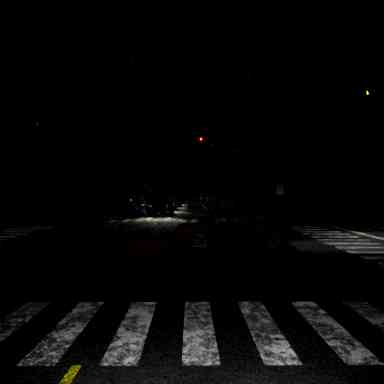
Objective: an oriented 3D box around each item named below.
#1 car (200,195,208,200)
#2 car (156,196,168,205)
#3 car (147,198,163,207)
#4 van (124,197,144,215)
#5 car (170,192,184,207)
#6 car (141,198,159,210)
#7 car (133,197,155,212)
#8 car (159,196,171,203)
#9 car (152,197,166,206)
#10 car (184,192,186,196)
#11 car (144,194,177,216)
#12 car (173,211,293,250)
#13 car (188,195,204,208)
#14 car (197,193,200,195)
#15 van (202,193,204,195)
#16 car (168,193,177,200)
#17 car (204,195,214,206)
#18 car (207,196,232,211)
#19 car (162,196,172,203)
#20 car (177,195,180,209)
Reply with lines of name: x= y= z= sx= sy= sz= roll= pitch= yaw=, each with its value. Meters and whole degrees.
car: x=3.226 y=1.558 z=90.013 sx=1.947 sy=1.339 sz=4.313 roll=0 pitch=0 yaw=0
car: x=-5.478 y=1.527 z=61.543 sx=1.752 sy=1.417 sz=4.829 roll=0 pitch=0 yaw=0
car: x=-5.548 y=1.585 z=50.377 sx=1.802 sy=1.307 sz=4.206 roll=0 pitch=0 yaw=0
van: x=-5.654 y=1.343 z=33.372 sx=1.690 sy=1.788 sz=3.998 roll=0 pitch=0 yaw=0
car: x=-2.772 y=1.225 z=52.136 sx=2.150 sy=2.045 sz=5.566 roll=0 pitch=0 yaw=1
car: x=-5.583 y=1.569 z=44.709 sx=1.947 sy=1.339 sz=4.313 roll=0 pitch=0 yaw=0
car: x=-5.619 y=1.443 z=39.041 sx=1.967 sy=1.590 sz=4.097 roll=0 pitch=0 yaw=0
car: x=-5.441 y=1.567 z=67.382 sx=1.947 sy=1.339 sz=4.313 roll=0 pitch=0 yaw=0
car: x=-5.512 y=1.569 z=56.045 sx=1.947 sy=1.339 sz=4.313 roll=0 pitch=0 yaw=0
car: x=-2.666 y=1.354 z=62.362 sx=2.097 sy=1.767 sz=4.553 roll=0 pitch=0 yaw=1
car: x=-2.944 y=1.354 z=32.071 sx=2.097 sy=1.767 sz=4.553 roll=0 pitch=0 yaw=2
car: x=1.675 y=1.605 z=13.893 sx=4.718 sy=1.301 sz=1.895 roll=0 pitch=0 yaw=0
car: x=0.401 y=1.529 z=48.181 sx=1.812 sy=1.442 sz=4.674 roll=0 pitch=0 yaw=0
car: x=0.466 y=1.552 z=74.114 sx=1.994 sy=1.385 sz=4.181 roll=0 pitch=0 yaw=0
van: x=3.013 y=1.344 z=55.998 sx=1.690 sy=1.788 sz=3.998 roll=0 pitch=0 yaw=0
car: x=-5.299 y=1.307 z=90.055 sx=2.192 sy=1.841 sz=5.009 roll=0 pitch=0 yaw=0
car: x=2.942 y=1.443 z=44.659 sx=1.967 sy=1.590 sz=4.097 roll=0 pitch=0 yaw=0
car: x=2.871 y=1.442 z=33.321 sx=1.967 sy=1.590 sz=4.097 roll=0 pitch=0 yaw=0
car: x=-5.406 y=1.544 z=73.049 sx=1.887 sy=1.381 sz=4.507 roll=0 pitch=0 yaw=0
car: x=-2.840 y=1.481 z=42.009 sx=1.882 sy=1.535 sz=5.008 roll=0 pitch=0 yaw=1
